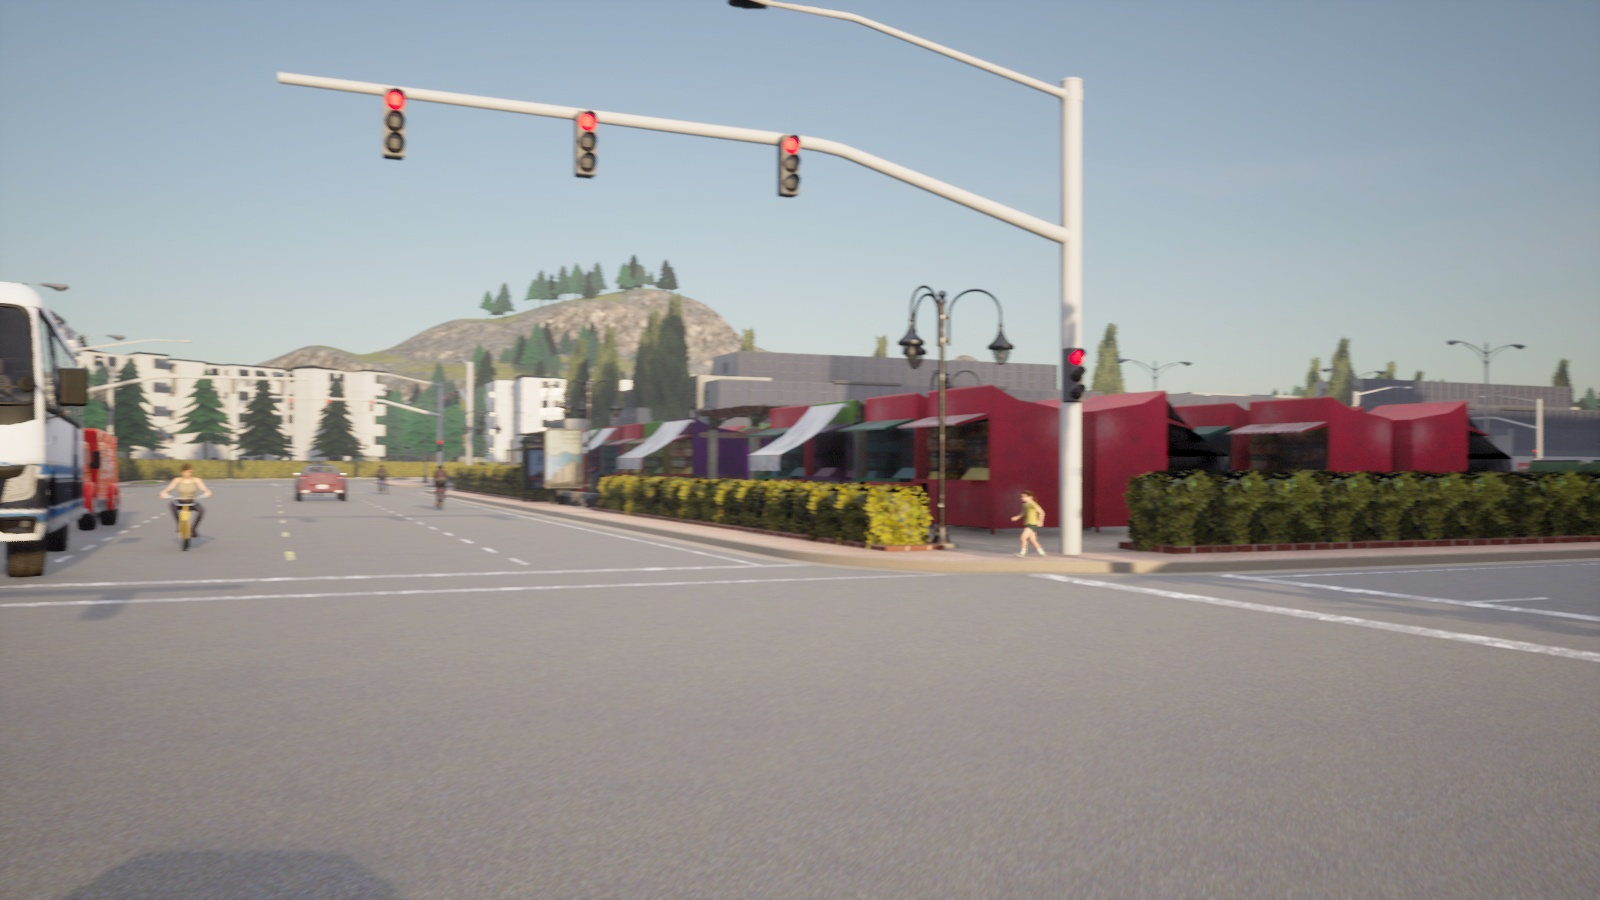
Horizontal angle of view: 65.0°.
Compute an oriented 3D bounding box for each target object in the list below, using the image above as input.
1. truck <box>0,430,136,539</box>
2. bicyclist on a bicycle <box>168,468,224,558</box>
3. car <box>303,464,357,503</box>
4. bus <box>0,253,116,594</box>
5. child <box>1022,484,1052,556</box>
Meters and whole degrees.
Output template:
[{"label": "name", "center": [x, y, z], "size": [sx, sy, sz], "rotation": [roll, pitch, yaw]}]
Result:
[{"label": "truck", "center": [-18.242, 0.854, 31.181], "size": [2.627, 2.467, 5.204], "rotation": [0, -1, -23]}, {"label": "bicyclist on a bicycle", "center": [-11.184, 1.136, 23.295], "size": [0.866, 1.612, 1.509], "rotation": [0, -1, -23]}, {"label": "car", "center": [-21.323, 1.482, 56.872], "size": [2.152, 1.651, 5.027], "rotation": [0, -1, -22]}, {"label": "bus", "center": [-13.207, -0.220, 19.767], "size": [3.944, 4.253, 10.273], "rotation": [0, -1, -27]}, {"label": "child", "center": [3.671, 1.081, 19.473], "size": [0.394, 1.110, 0.255], "rotation": [0, -1, -11]}]
